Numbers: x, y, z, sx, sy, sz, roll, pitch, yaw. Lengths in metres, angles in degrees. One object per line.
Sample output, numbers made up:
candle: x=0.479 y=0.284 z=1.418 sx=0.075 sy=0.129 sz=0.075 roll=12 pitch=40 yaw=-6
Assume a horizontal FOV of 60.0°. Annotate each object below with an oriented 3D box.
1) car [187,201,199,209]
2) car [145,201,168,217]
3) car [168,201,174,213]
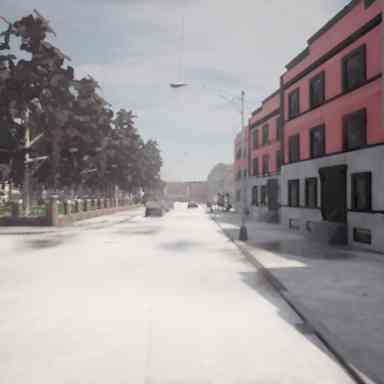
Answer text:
car: x=0.133 y=2.324 z=61.044 sx=1.812 sy=1.442 sz=4.674 roll=0 pitch=-1 yaw=0
car: x=-4.085 y=1.964 z=37.076 sx=1.882 sy=1.535 sz=5.008 roll=0 pitch=-1 yaw=0
car: x=-4.080 y=2.163 z=46.974 sx=2.033 sy=1.411 sz=5.357 roll=0 pitch=-1 yaw=0
